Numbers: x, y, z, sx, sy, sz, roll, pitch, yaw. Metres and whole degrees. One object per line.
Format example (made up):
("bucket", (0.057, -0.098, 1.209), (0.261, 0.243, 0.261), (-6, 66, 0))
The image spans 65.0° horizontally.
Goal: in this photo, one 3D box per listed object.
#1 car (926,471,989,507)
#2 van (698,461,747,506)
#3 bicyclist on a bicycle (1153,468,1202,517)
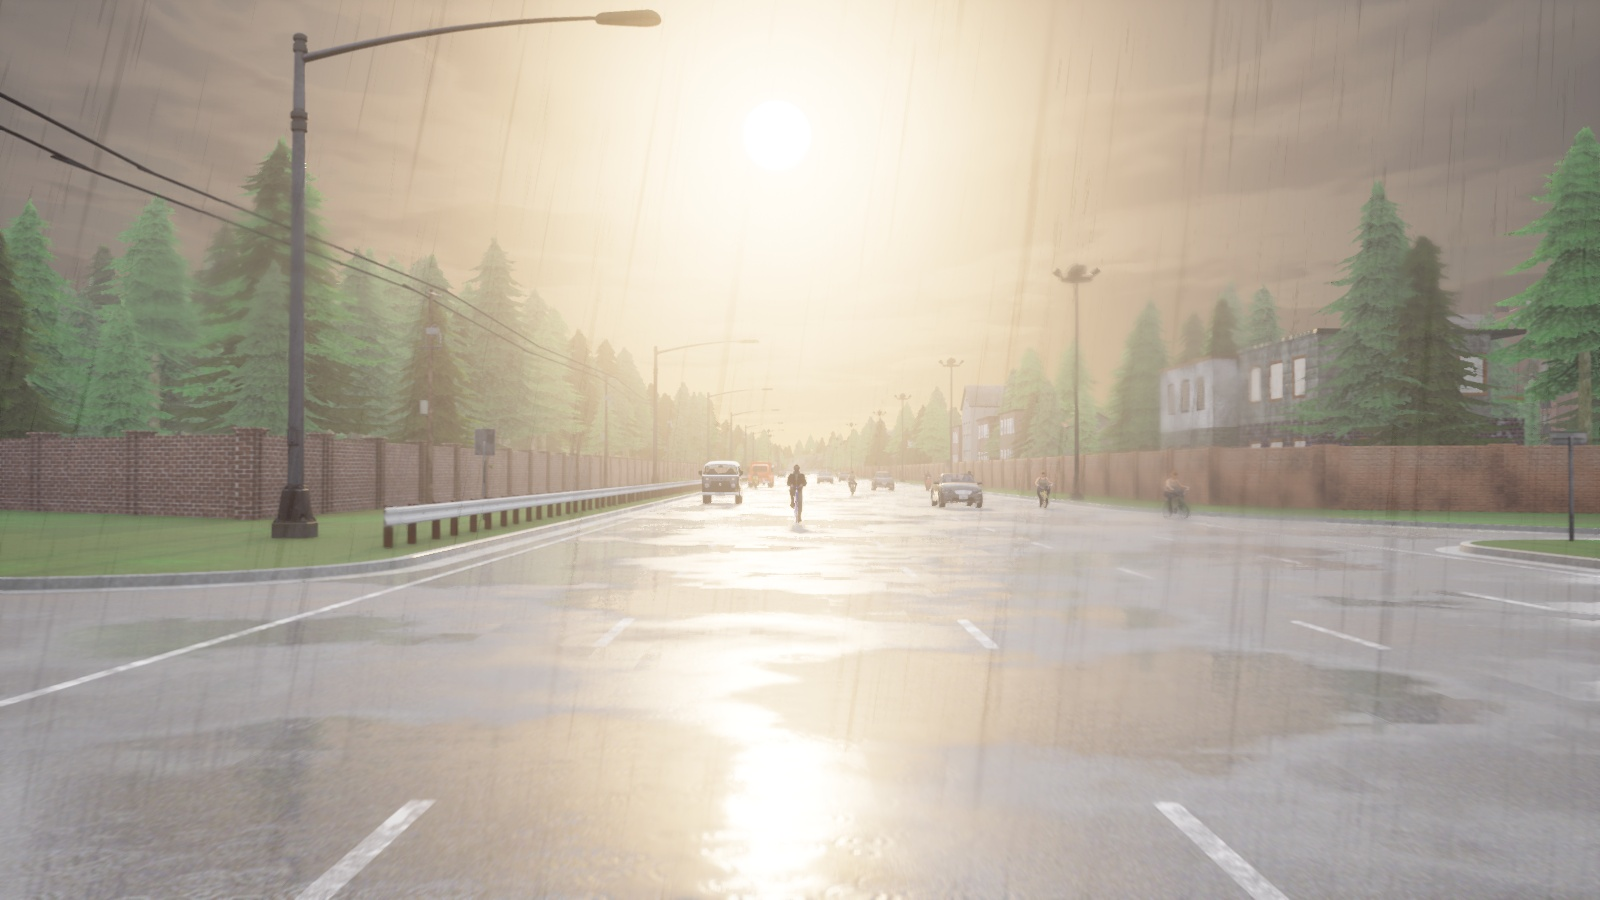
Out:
("car", (6.863, 1.666, 55.116), (2.128, 1.511, 4.902), (0, -1, 0))
("van", (-3.649, 1.550, 59.589), (2.069, 2.038, 4.480), (0, -1, 0))
("bicyclist on a bicycle", (12.573, 1.402, 41.895), (0.866, 1.612, 1.509), (1, -1, -17))
